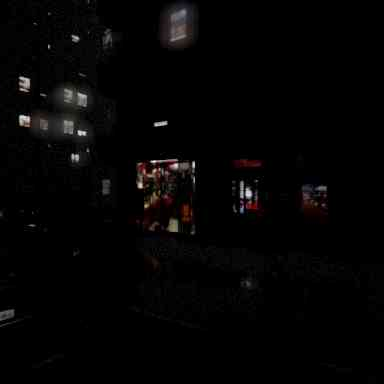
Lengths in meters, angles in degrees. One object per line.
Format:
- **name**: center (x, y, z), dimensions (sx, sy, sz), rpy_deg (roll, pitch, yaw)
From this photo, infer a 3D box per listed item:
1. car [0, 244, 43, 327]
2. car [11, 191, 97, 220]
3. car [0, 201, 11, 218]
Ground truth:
- **car**: center (-4.480, 1.551, 6.082), dimensions (4.403, 1.369, 2.008), rpy_deg (0, 0, 36)
- **car**: center (-10.711, 0.987, 26.327), dimensions (2.150, 2.045, 5.566), rpy_deg (0, 1, 35)
- **car**: center (-14.013, 1.348, 26.106), dimensions (2.008, 1.369, 4.403), rpy_deg (1, 1, 35)
